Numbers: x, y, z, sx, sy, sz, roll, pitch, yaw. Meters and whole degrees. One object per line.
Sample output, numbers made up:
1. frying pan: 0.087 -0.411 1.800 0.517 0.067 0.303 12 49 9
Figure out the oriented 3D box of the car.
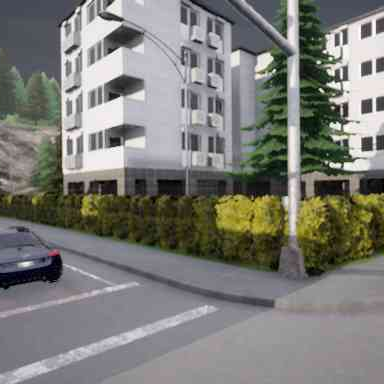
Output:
1. car: -5.177 1.644 9.139 1.994 1.385 4.181 -1 1 -42
